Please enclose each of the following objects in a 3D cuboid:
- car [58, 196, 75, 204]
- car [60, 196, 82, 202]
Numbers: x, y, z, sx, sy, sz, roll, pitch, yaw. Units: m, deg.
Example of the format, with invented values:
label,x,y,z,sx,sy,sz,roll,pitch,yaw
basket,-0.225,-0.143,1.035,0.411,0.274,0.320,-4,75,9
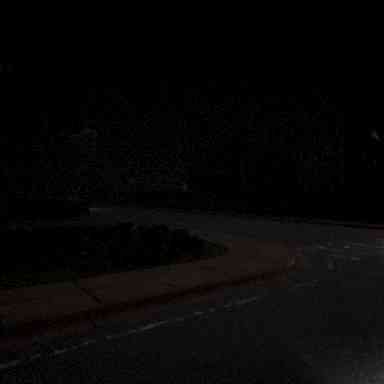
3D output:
label,x,y,z,sx,sy,sz,roll,pitch,yaw
car,-23.040,1.452,61.110,1.812,1.442,4.674,0,0,-36
car,-16.451,1.467,45.890,1.812,1.442,4.674,0,0,-35
